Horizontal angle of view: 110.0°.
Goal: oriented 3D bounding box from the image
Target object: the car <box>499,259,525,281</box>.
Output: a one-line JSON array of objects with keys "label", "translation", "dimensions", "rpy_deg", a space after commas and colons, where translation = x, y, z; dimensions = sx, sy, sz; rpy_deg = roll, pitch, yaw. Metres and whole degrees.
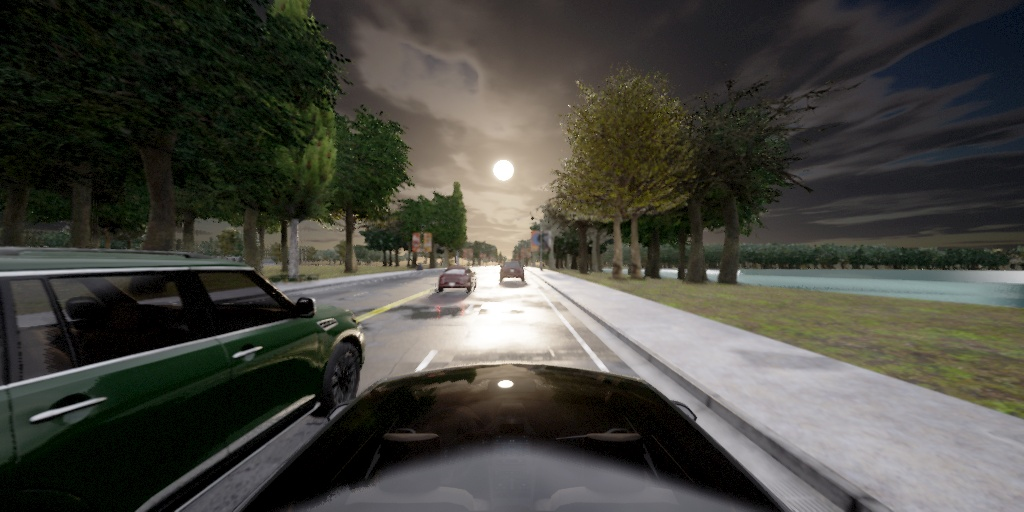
[{"label": "car", "translation": [0.019, 1.221, 31.239], "dimensions": [2.097, 1.767, 4.553], "rpy_deg": [0, 0, 0]}]

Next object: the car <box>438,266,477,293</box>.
[{"label": "car", "translation": [-3.155, 1.325, 21.126], "dimensions": [1.812, 1.442, 4.674], "rpy_deg": [0, 0, 0]}]

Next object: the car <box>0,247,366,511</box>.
[{"label": "car", "translation": [-3.151, 0.972, 2.759], "dimensions": [2.150, 2.045, 5.566], "rpy_deg": [0, 0, 0]}]
